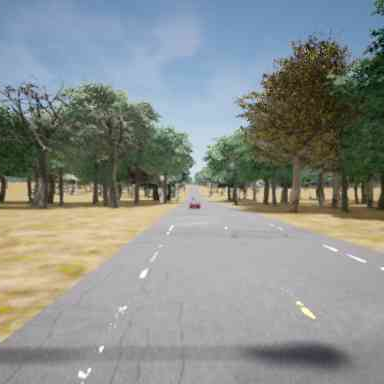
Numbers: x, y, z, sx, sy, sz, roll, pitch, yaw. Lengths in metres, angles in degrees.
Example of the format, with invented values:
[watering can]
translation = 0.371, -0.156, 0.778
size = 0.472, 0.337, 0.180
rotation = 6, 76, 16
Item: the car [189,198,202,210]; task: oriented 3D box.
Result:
[car]
translation = 0.451, 1.916, 48.990
size = 1.895, 1.301, 4.718
rotation = 0, -1, 0
